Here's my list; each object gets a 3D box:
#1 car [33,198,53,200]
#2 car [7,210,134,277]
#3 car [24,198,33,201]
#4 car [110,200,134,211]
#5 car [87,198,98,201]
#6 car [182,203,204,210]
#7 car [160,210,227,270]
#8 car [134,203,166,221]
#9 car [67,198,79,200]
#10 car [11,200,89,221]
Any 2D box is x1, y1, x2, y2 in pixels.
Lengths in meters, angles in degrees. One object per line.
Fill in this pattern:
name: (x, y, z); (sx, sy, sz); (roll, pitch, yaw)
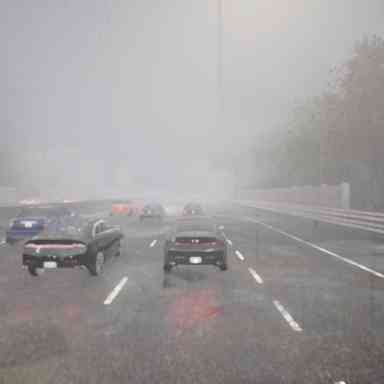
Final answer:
car: (-24.539, 1.860, 56.301); (1.812, 1.442, 4.674); (0, 0, 1)
car: (-3.402, 1.548, 10.411); (2.128, 1.511, 4.902); (0, 0, 0)
car: (-28.028, 1.823, 58.071); (1.882, 1.535, 5.008); (0, 0, 0)
car: (-6.906, 1.549, 34.137); (2.097, 1.767, 4.553); (0, 0, 0)
car: (-17.548, 1.852, 58.452); (1.837, 1.490, 4.892); (0, 0, 1)
car: (0.095, 1.717, 29.607); (2.033, 1.411, 5.357); (0, 0, 0)
car: (0.098, 1.566, 11.217); (1.837, 1.490, 4.892); (0, 0, 0)
car: (-3.404, 1.715, 29.162); (2.033, 1.411, 5.357); (0, 0, 0)
car: (-21.040, 1.825, 58.292); (1.882, 1.535, 5.008); (0, 0, 1)
car: (-6.902, 1.441, 16.176); (2.097, 1.767, 4.553); (0, 0, 0)
